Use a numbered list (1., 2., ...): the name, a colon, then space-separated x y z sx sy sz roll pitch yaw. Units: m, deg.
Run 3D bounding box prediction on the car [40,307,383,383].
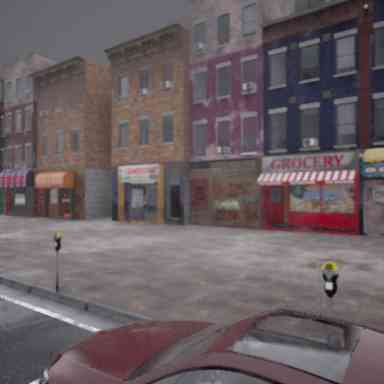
1. car: 0.559 1.585 2.408 4.206 1.307 1.802 0 0 35
